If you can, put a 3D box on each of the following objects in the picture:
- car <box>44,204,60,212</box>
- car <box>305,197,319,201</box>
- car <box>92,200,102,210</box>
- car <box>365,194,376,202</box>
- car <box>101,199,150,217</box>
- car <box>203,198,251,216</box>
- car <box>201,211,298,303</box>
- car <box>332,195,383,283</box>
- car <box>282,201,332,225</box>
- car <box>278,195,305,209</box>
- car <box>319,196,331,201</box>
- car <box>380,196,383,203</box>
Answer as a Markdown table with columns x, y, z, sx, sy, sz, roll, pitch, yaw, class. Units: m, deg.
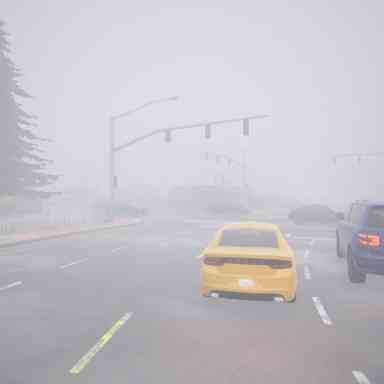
| x | y | z | sx | sy | sz | roll | pitch | yaw | class |
| --- | --- | --- | --- | --- | --- | --- | --- | --- | --- |
| -17.470 | 1.548 | 39.014 | 4.902 | 1.511 | 2.128 | 0 | 0 | 32 | car |
| 18.654 | 1.526 | 53.873 | 1.812 | 1.442 | 4.674 | 0 | 0 | 32 | car |
| -9.482 | 1.581 | 38.168 | 4.674 | 1.442 | 1.812 | 0 | 0 | 32 | car |
| 42.761 | 1.355 | 79.727 | 2.097 | 1.767 | 4.553 | 0 | 0 | 31 | car |
| -6.170 | 1.581 | 31.992 | 4.674 | 1.442 | 1.812 | 0 | 0 | 32 | car |
| 3.377 | 1.388 | 31.809 | 4.553 | 1.767 | 2.097 | 0 | 0 | 14 | car |
| 1.483 | 1.478 | 8.390 | 1.882 | 1.535 | 5.008 | 0 | 0 | 12 | car |
| 5.446 | 1.221 | 9.425 | 2.150 | 2.045 | 5.566 | 0 | 0 | 19 | car |
| 8.885 | 1.552 | 22.650 | 4.674 | 1.442 | 1.812 | 0 | 0 | 32 | car |
| 13.304 | 1.547 | 45.136 | 2.033 | 1.411 | 5.357 | 0 | 0 | 31 | car |
| 26.327 | 1.525 | 66.258 | 2.128 | 1.511 | 4.902 | 0 | 0 | 31 | car |
| 40.442 | 1.540 | 69.221 | 2.033 | 1.411 | 5.357 | 0 | 0 | 31 | car |
